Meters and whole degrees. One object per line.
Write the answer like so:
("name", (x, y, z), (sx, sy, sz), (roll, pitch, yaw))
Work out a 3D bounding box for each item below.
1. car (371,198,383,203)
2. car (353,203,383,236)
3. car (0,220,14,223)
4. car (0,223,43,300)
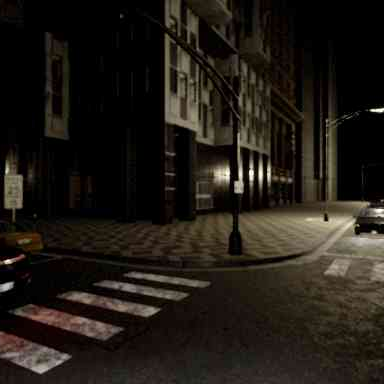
("car", (17.211, 1.578, 30.725), (1.994, 1.385, 4.181), (0, 0, 30))
("car", (10.093, 1.554, 18.332), (2.033, 1.411, 5.357), (0, 0, 30))
("car", (-7.430, 1.577, 11.948), (4.829, 1.417, 1.752), (0, 0, 30))
("car", (-5.658, 1.523, 6.639), (4.902, 1.511, 2.128), (-1, 0, 16))
